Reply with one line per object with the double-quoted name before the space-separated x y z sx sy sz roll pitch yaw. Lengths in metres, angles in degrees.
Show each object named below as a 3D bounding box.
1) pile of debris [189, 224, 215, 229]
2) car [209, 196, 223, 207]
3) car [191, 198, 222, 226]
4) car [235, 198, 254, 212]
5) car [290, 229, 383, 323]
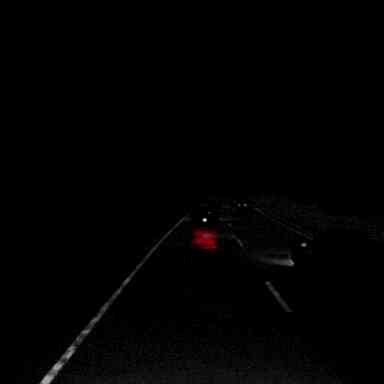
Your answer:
"pile of debris" 0.657 2.110 20.472 1.500 0.140 1.860 0 0 4
"car" 2.764 1.280 41.315 1.812 1.442 4.674 0 0 7
"car" 0.946 1.424 22.688 1.837 1.490 4.892 0 1 4
"car" 5.622 1.352 35.869 2.033 1.411 5.357 0 1 6
"car" 3.717 1.539 7.276 2.033 1.411 5.357 0 0 1
